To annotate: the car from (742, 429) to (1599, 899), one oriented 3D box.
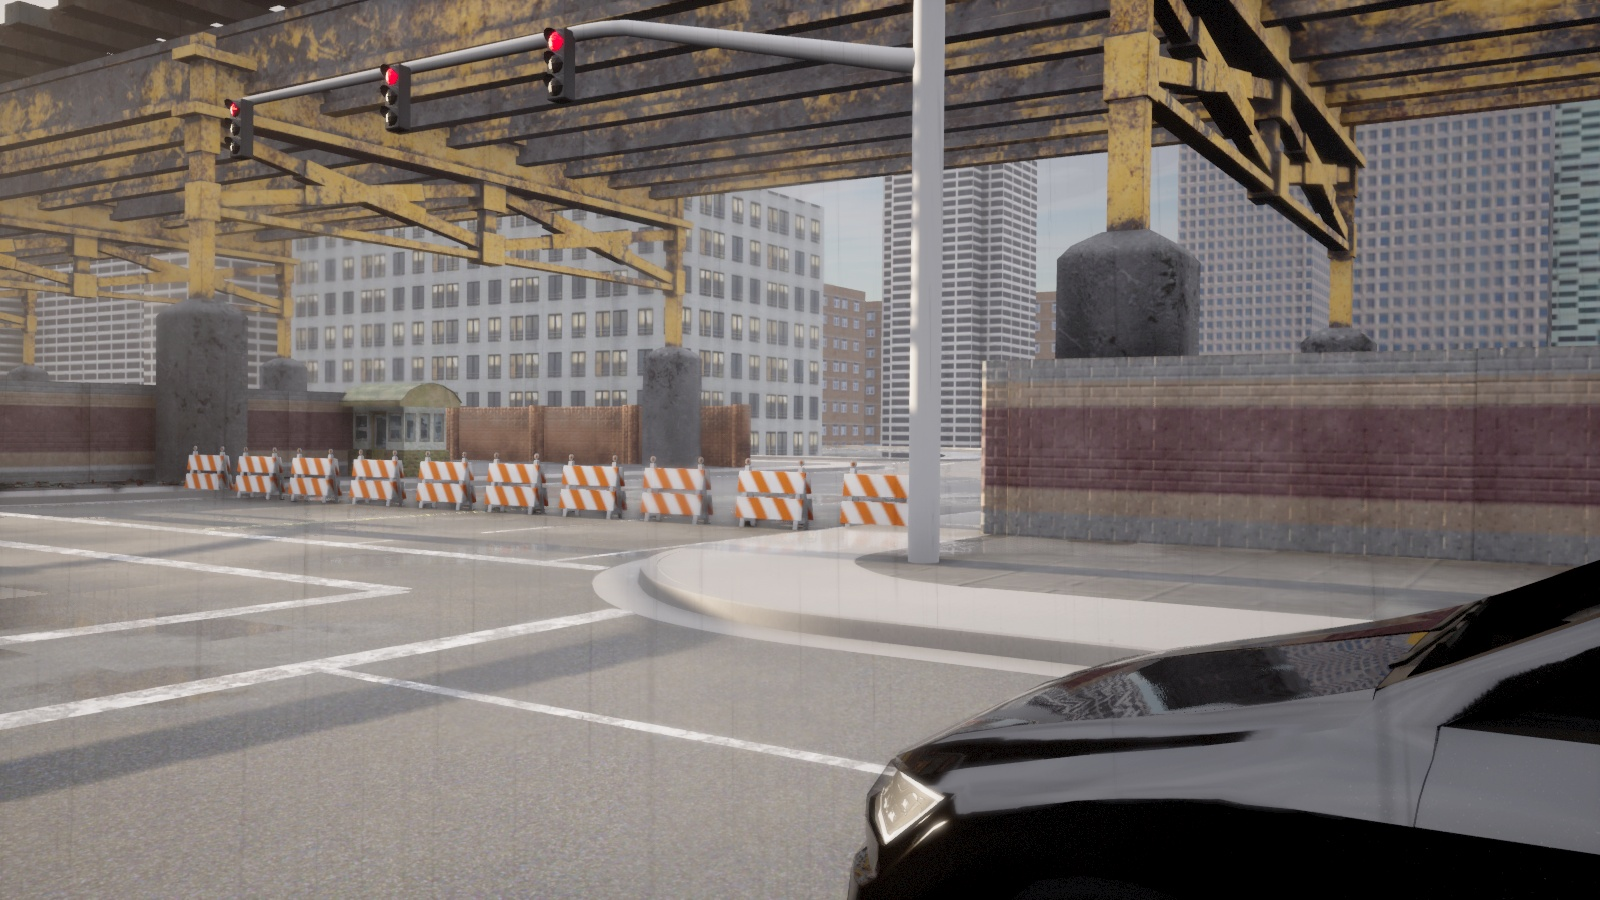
[{"bbox_3d":[2.136,0.696,2.204,4.193,1.474,1.816,0,1,34],"label":"car"}]
